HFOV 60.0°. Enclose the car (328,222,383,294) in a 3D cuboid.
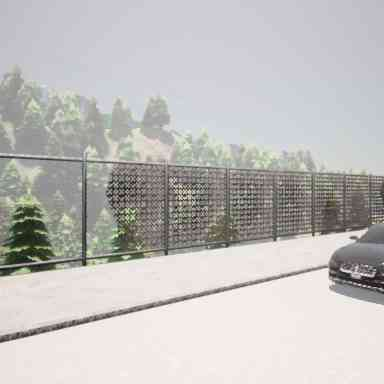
[{"bbox_3d":[5.387,1.505,8.340,4.892,1.490,1.837,0,0,-36],"label":"car"}]
